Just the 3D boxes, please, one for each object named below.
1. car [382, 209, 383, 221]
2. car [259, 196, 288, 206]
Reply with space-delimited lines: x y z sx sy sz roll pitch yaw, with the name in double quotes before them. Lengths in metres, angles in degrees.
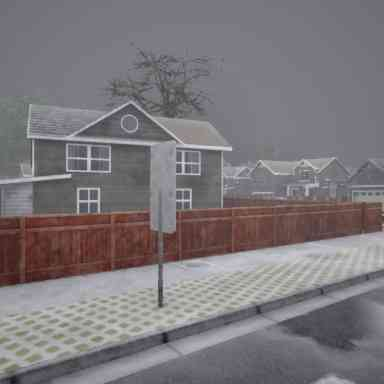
"car" 13.253 1.497 26.260 1.994 1.385 4.181 0 0 -23
"car" 9.171 1.238 35.543 2.097 1.767 4.553 0 0 -27
